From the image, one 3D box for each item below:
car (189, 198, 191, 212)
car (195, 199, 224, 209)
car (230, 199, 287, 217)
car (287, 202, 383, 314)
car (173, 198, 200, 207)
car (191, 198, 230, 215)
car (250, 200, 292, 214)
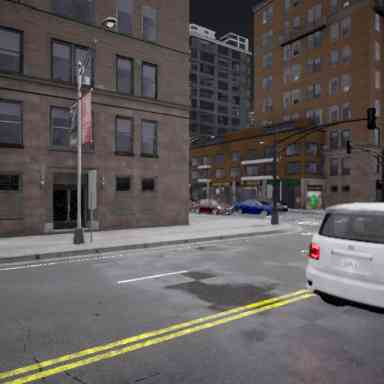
[{"bbox_3d":[-1.045,1.421,36.855,1.967,1.590,4.097,0,0,-35],"label":"car"},{"bbox_3d":[2.318,1.594,45.990,1.802,1.307,4.206,0,0,-35],"label":"car"},{"bbox_3d":[6.176,1.472,31.046,1.882,1.535,5.008,0,0,-35],"label":"car"},{"bbox_3d":[4.667,1.221,6.781,5.566,2.045,2.150,0,0,-36],"label":"car"},{"bbox_3d":[-0.866,1.579,50.487,1.947,1.339,4.313,0,0,-35],"label":"car"},{"bbox_3d":[2.139,1.423,32.357,1.967,1.590,4.097,0,0,-35],"label":"car"},{"bbox_3d":[8.689,1.580,36.994,1.947,1.339,4.313,0,0,-35],"label":"car"}]
